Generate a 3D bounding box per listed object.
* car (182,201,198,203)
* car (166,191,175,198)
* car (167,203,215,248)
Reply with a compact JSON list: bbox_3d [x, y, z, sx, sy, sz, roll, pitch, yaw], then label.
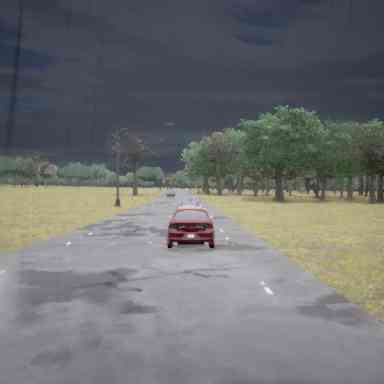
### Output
[{"bbox_3d":[-0.210,1.469,29.698,1.895,1.301,4.718,0,1,-1],"label":"car"},{"bbox_3d":[-4.855,0.521,75.833,1.882,1.535,5.008,0,1,-2],"label":"car"},{"bbox_3d":[-0.053,1.452,14.660,1.882,1.535,5.008,0,0,0],"label":"car"}]
